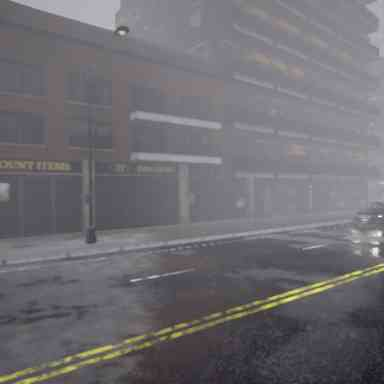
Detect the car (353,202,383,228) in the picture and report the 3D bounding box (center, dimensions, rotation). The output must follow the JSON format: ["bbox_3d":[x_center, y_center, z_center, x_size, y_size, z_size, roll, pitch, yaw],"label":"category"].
[{"bbox_3d":[12.092,1.382,21.147,4.902,1.511,2.128,0,0,-39],"label":"car"}]
